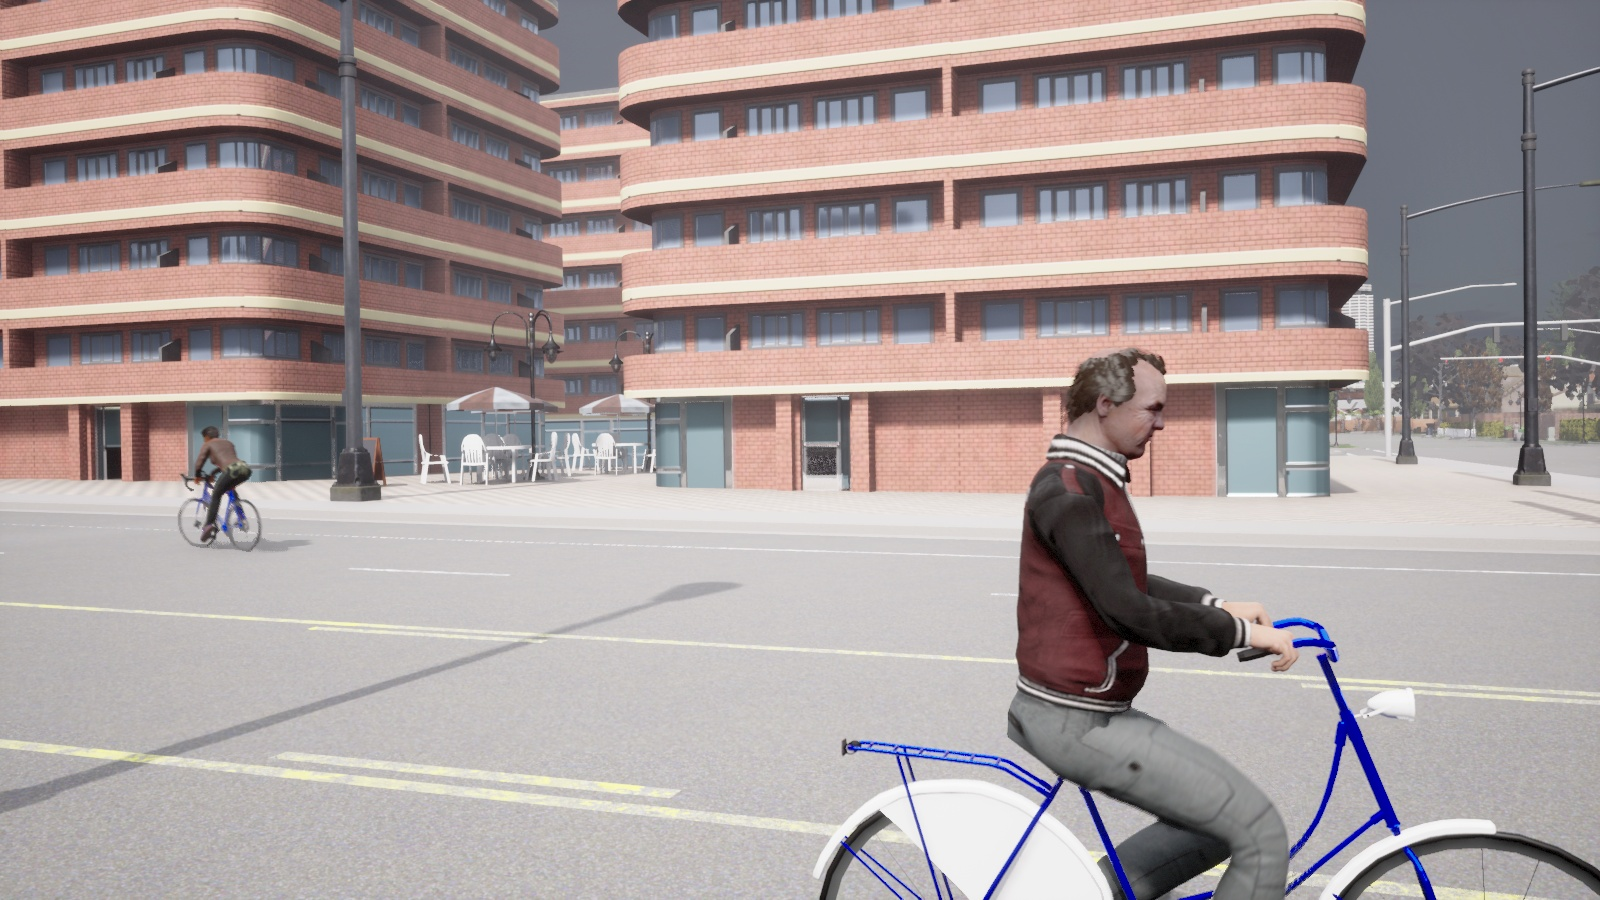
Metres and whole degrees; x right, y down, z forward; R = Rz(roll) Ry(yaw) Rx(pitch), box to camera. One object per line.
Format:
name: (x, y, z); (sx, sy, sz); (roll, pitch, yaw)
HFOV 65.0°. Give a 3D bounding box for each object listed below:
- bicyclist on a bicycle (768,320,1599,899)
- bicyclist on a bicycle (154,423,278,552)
bicyclist on a bicycle: (0.918, 0.653, 2.813); (1.843, 1.776, 0.659); (-1, 1, 18)
bicyclist on a bicycle: (-7.637, 0.458, 16.420); (1.656, 1.620, 0.582); (1, 2, 30)
